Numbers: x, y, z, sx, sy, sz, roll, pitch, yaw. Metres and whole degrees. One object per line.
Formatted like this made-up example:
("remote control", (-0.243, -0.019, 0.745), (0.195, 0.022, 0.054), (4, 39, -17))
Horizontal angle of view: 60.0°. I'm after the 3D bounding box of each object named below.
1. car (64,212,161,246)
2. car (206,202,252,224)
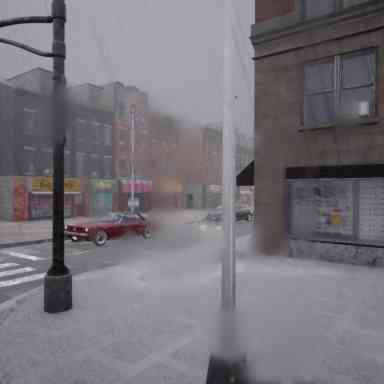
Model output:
("car", (-3.650, 1.633, 15.774), (1.895, 1.301, 4.718), (0, 0, 35))
("car", (2.881, 1.571, 24.952), (1.837, 1.490, 4.892), (0, 0, 35))
